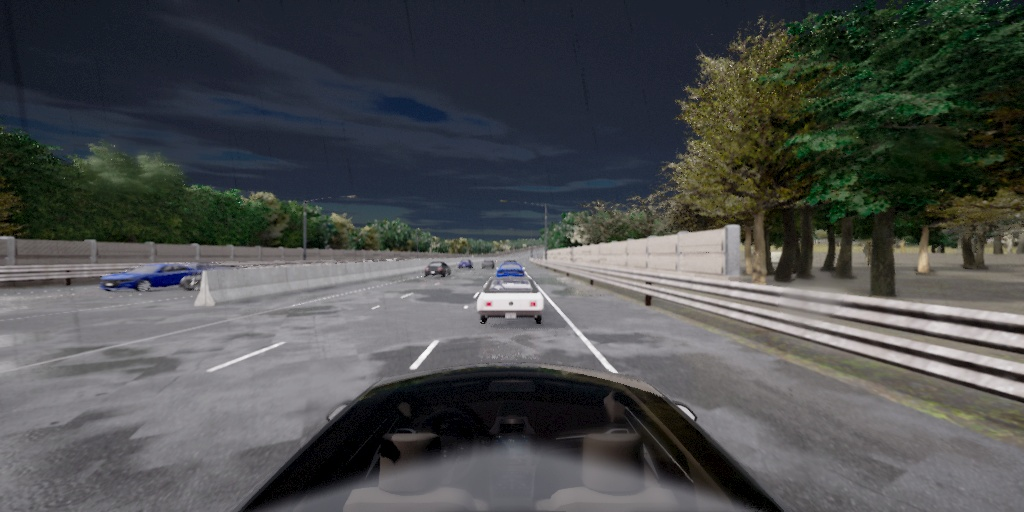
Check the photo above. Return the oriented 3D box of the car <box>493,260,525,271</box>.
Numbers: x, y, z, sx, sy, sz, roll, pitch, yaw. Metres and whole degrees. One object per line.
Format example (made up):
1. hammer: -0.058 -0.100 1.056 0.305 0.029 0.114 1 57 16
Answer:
1. car: -0.093 1.222 25.174 1.882 1.535 5.008 0 0 0

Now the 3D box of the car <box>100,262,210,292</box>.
1. car: -21.166 1.225 21.334 1.882 1.535 5.008 0 0 0

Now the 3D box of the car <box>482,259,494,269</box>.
1. car: -3.637 1.225 56.368 2.128 1.511 4.902 0 0 0

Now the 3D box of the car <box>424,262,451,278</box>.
1. car: -7.035 1.269 34.109 1.812 1.442 4.674 0 0 0

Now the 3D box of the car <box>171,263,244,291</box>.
1. car: -17.666 1.311 21.851 1.994 1.385 4.181 0 0 0

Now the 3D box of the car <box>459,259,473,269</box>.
1. car: -7.132 1.263 55.848 1.812 1.442 4.674 0 0 1

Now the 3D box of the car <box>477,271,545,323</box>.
1. car: -0.037 1.348 12.065 1.895 1.301 4.718 0 0 0
